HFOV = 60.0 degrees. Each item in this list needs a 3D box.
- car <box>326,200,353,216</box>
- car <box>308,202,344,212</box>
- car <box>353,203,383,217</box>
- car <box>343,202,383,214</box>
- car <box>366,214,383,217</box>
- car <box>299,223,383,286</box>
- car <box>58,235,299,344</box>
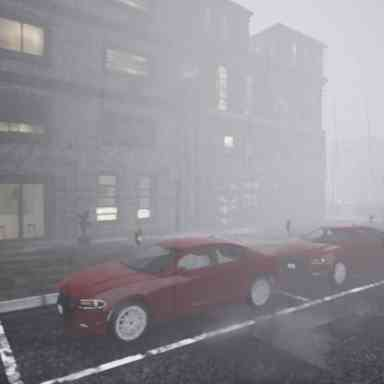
[{"bbox_3d":[17.051,1.956,40.880,2.192,1.841,5.009,-1,0,-37],"label":"car"},{"bbox_3d":[20.315,2.237,50.503,1.752,1.417,4.829,-1,0,-37],"label":"car"},{"bbox_3d":[20.418,2.015,36.337,1.967,1.590,4.097,-1,0,-37],"label":"car"},{"bbox_3d":[23.680,2.171,45.960,1.752,1.417,4.829,-1,0,-37],"label":"car"},{"bbox_3d":[8.839,1.677,12.866,4.507,1.381,1.887,1,-1,-35],"label":"car"},{"bbox_3d":[4.325,1.627,9.648,4.507,1.381,1.887,1,-1,-35],"label":"car"},{"bbox_3d":[-0.189,1.576,6.428,4.507,1.381,1.887,1,-1,-35],"label":"car"}]
